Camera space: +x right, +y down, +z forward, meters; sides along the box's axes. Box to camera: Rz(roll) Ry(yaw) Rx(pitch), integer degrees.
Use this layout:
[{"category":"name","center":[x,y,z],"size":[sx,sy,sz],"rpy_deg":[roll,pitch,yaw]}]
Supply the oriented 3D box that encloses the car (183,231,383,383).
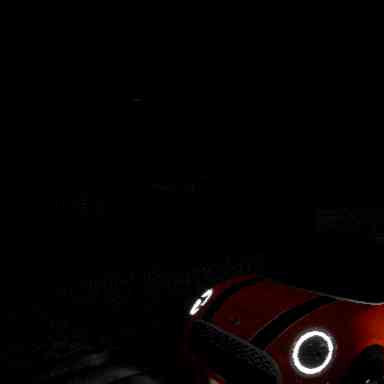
[{"category":"car","center":[2.110,1.394,4.567],"size":[4.553,1.767,2.097],"rpy_deg":[1,-1,-35]}]
